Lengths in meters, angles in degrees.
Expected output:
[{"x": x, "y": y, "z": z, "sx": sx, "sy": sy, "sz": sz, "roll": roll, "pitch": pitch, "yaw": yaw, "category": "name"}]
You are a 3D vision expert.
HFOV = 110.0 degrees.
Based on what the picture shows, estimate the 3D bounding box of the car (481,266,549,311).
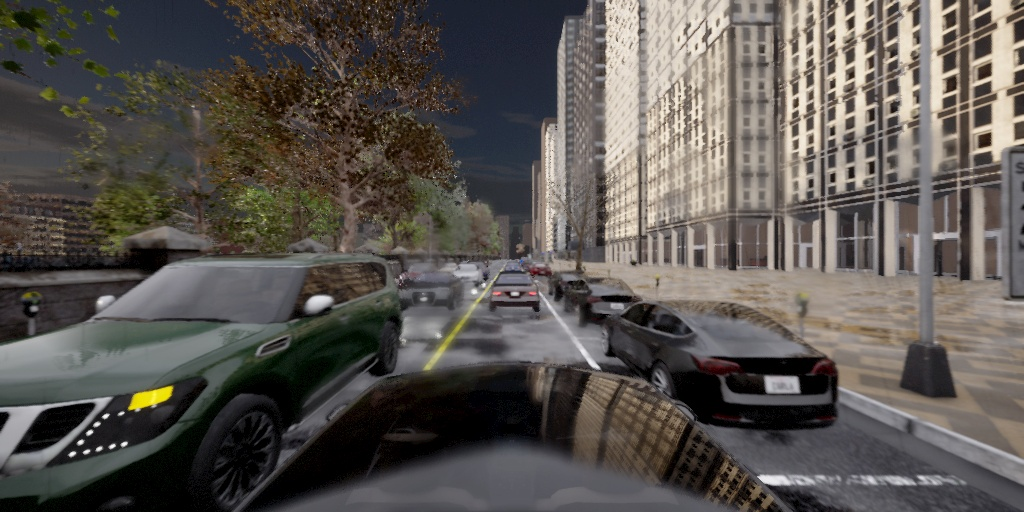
[{"x": 0.099, "y": 1.302, "z": 14.382, "sx": 2.033, "sy": 1.411, "sz": 5.357, "roll": 0, "pitch": 0, "yaw": 0, "category": "car"}]

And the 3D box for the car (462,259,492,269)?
[{"x": -3.000, "y": 1.169, "z": 29.763, "sx": 2.097, "sy": 1.767, "sz": 4.553, "roll": 0, "pitch": 0, "yaw": 0, "category": "car"}]

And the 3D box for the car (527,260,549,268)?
[{"x": 2.690, "y": 1.314, "z": 33.813, "sx": 1.888, "sy": 1.381, "sz": 4.507, "roll": 0, "pitch": 0, "yaw": 0, "category": "car"}]

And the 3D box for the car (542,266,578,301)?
[{"x": 2.689, "y": 1.322, "z": 16.915, "sx": 1.948, "sy": 1.339, "sz": 4.313, "roll": 0, "pitch": 0, "yaw": 0, "category": "car"}]

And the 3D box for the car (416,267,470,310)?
[{"x": -3.081, "y": 1.319, "z": 14.512, "sx": 1.994, "sy": 1.385, "sz": 4.181, "roll": 0, "pitch": 0, "yaw": 0, "category": "car"}]

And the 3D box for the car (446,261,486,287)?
[{"x": -3.068, "y": 1.287, "z": 24.707, "sx": 1.812, "sy": 1.442, "sz": 4.674, "roll": 0, "pitch": 0, "yaw": 0, "category": "car"}]

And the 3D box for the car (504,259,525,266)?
[{"x": 0.102, "y": 1.323, "z": 39.947, "sx": 2.033, "sy": 1.411, "sz": 5.357, "roll": 0, "pitch": 0, "yaw": 0, "category": "car"}]

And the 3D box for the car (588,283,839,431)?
[{"x": 2.689, "y": 1.317, "z": 5.650, "sx": 1.948, "sy": 1.339, "sz": 4.313, "roll": 0, "pitch": 0, "yaw": 0, "category": "car"}]

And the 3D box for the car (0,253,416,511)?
[{"x": -3.094, "y": 0.972, "z": 4.534, "sx": 2.150, "sy": 2.045, "sz": 5.566, "roll": 0, "pitch": 0, "yaw": 0, "category": "car"}]

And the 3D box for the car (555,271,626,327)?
[{"x": 2.689, "y": 1.319, "z": 11.282, "sx": 1.948, "sy": 1.339, "sz": 4.313, "roll": 0, "pitch": 0, "yaw": 0, "category": "car"}]

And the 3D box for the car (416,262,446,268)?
[{"x": -5.691, "y": 1.199, "z": 22.547, "sx": 1.967, "sy": 1.591, "sz": 4.097, "roll": 0, "pitch": 0, "yaw": 0, "category": "car"}]

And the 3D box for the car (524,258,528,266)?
[{"x": 2.690, "y": 1.215, "z": 39.444, "sx": 1.967, "sy": 1.591, "sz": 4.097, "roll": 0, "pitch": 0, "yaw": 0, "category": "car"}]
